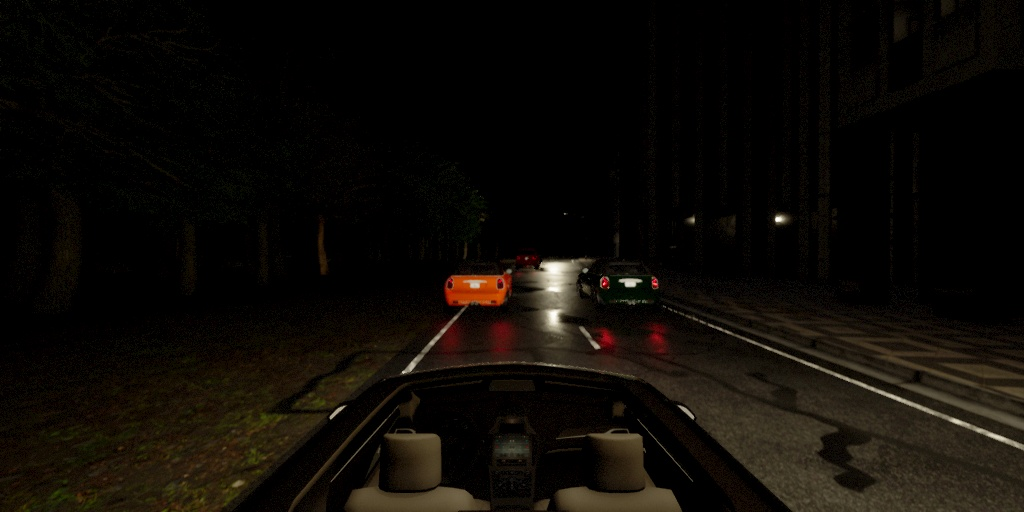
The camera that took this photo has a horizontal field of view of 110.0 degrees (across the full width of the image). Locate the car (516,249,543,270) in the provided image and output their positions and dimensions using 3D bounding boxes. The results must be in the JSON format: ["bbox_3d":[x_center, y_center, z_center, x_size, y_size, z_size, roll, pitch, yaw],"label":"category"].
[{"bbox_3d":[1.688,0.271,36.792,2.150,2.045,5.566,0,2,7],"label":"car"}]

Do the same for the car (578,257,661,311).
[{"bbox_3d":[3.799,0.885,13.441,2.097,1.767,4.553,0,1,2],"label":"car"}]

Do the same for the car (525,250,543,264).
[{"bbox_3d":[3.118,0.116,49.356,2.097,1.767,4.553,0,1,9],"label":"car"}]

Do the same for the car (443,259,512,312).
[{"bbox_3d":[-1.086,0.889,13.239,2.097,1.767,4.553,0,1,2],"label":"car"}]
